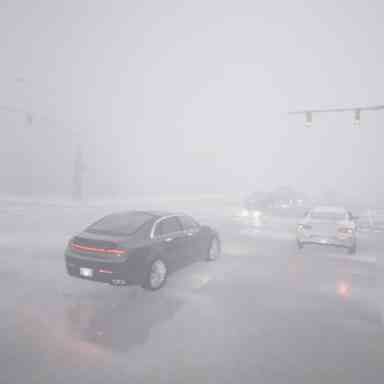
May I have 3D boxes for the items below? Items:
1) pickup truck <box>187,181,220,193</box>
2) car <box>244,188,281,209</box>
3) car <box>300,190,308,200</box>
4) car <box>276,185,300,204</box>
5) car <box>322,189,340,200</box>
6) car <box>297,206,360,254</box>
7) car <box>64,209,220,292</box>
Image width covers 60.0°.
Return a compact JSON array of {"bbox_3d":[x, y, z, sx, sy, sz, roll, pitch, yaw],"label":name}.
[{"bbox_3d":[1.929,-0.836,58.029,6.274,2.098,2.390,1,2,-32],"label":"pickup truck"},{"bbox_3d":[6.282,0.653,30.471,2.128,1.511,4.902,3,2,27],"label":"car"},{"bbox_3d":[15.523,0.421,48.220,1.994,1.385,4.181,3,2,28],"label":"car"},{"bbox_3d":[10.834,0.231,39.248,2.150,2.045,5.566,3,2,27],"label":"car"},{"bbox_3d":[21.930,0.444,52.991,2.033,1.411,5.357,3,2,27],"label":"car"},{"bbox_3d":[5.126,1.255,12.379,1.812,1.442,4.674,3,2,26],"label":"car"},{"bbox_3d":[-0.843,1.185,8.278,1.837,1.490,4.892,3,2,27],"label":"car"}]
